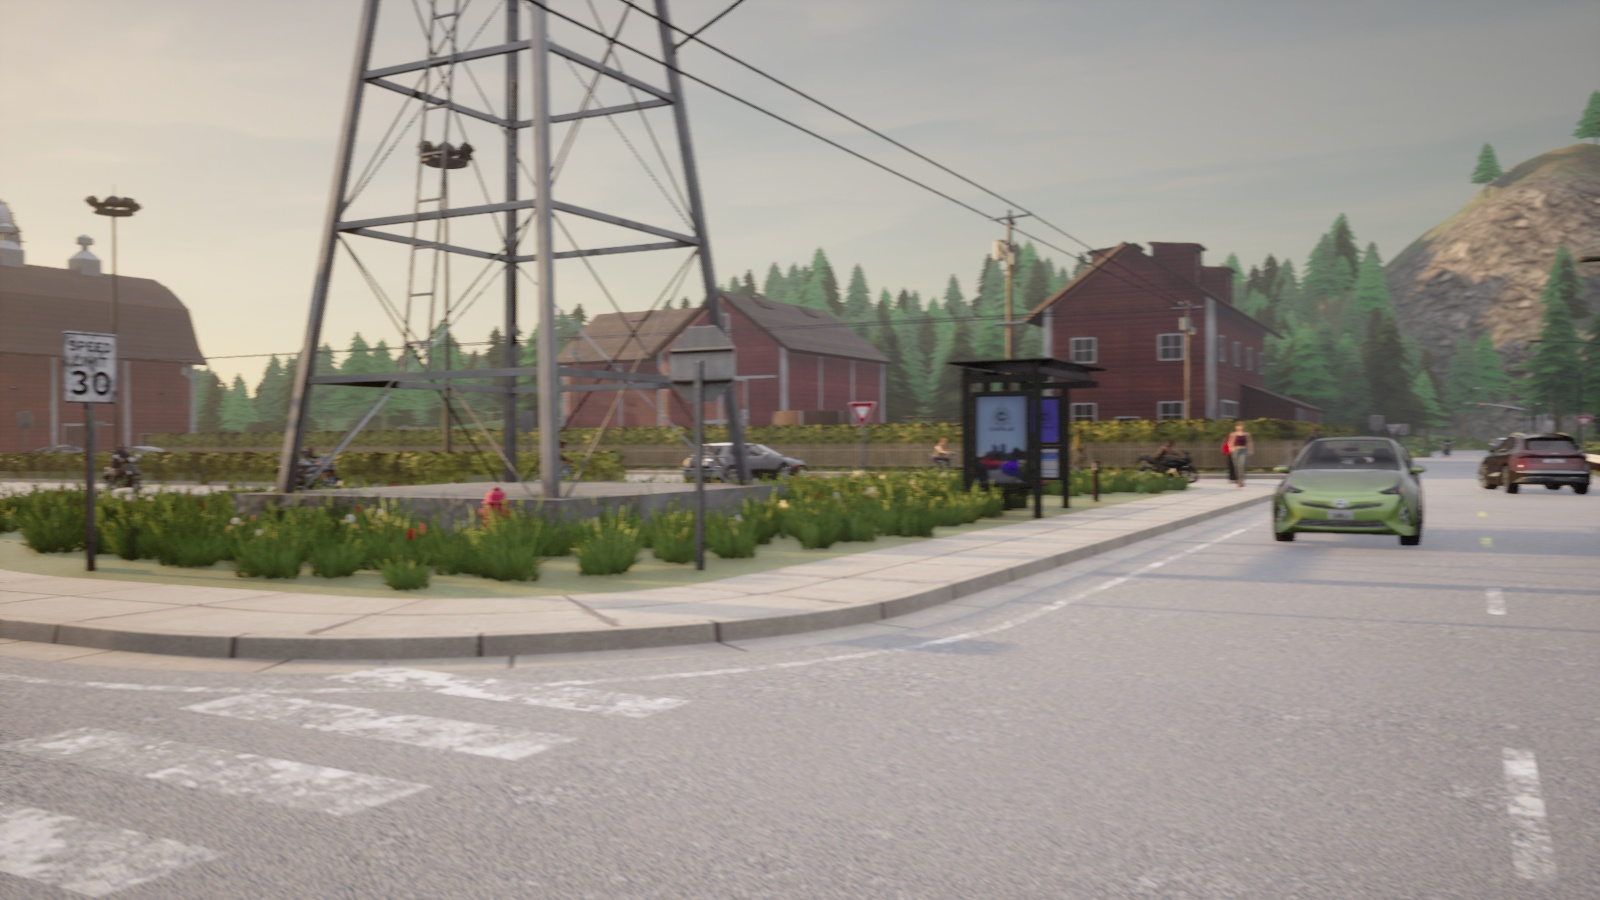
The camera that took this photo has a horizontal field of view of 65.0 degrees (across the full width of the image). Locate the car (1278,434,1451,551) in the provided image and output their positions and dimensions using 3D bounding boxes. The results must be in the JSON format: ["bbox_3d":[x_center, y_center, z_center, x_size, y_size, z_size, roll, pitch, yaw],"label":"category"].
[{"bbox_3d":[8.515,0.532,18.719,2.007,1.525,4.514,0,0,29],"label":"car"}]

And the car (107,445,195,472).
[{"bbox_3d":[-37.307,0.452,72.169,4.792,1.488,2.163,0,0,28],"label":"car"}]

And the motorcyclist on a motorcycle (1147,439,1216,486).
[{"bbox_3d":[12.557,0.403,41.313,2.044,1.523,0.797,0,0,29],"label":"motorcyclist on a motorcycle"}]

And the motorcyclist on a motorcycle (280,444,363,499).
[{"bbox_3d":[-13.795,0.611,36.210,2.191,1.530,0.866,0,0,20],"label":"motorcyclist on a motorcycle"}]

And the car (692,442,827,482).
[{"bbox_3d":[-1.583,0.437,48.908,4.792,1.488,2.163,0,0,28],"label":"car"}]

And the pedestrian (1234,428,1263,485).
[{"bbox_3d":[14.730,0.196,41.284,0.634,1.844,0.899,0,0,1],"label":"pedestrian"}]

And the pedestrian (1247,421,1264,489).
[{"bbox_3d":[12.429,0.122,34.233,0.345,1.836,0.594,0,0,29],"label":"pedestrian"}]

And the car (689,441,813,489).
[{"bbox_3d":[-1.536,0.456,40.572,1.970,1.475,3.806,0,0,39],"label":"car"}]

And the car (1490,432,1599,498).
[{"bbox_3d":[20.404,0.361,34.147,2.033,1.649,4.856,0,1,19],"label":"car"}]

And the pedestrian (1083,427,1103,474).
[{"bbox_3d":[11.736,0.022,50.269,0.726,1.835,0.370,0,0,29],"label":"pedestrian"}]

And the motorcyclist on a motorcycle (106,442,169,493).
[{"bbox_3d":[-20.966,0.540,39.738,1.817,1.590,0.866,0,0,28],"label":"motorcyclist on a motorcycle"}]
